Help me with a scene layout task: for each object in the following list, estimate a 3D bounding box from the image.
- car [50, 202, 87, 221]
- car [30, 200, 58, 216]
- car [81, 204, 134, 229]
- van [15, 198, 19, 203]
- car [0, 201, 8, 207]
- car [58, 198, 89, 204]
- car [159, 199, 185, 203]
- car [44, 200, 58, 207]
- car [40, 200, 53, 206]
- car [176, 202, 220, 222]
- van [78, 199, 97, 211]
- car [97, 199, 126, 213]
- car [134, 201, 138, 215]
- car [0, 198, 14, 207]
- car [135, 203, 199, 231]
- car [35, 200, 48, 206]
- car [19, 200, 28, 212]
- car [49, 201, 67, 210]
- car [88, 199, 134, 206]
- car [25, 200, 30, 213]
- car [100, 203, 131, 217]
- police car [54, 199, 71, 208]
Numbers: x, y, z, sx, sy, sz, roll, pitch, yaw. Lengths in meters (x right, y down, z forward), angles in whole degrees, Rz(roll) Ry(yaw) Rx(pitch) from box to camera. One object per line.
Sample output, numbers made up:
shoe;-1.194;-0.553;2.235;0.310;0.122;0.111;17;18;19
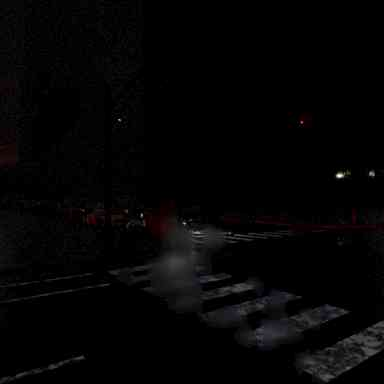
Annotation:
car;-12.036;2.005;32.485;2.008;1.369;4.403;-1;0;-35
car;-17.702;1.901;40.451;2.192;1.841;5.009;-1;0;-35
car;-6.279;1.844;24.381;1.752;1.417;4.829;-1;0;-35
van;-26.190;2.124;52.399;1.690;1.788;3.998;-1;0;-35
car;-44.407;2.772;78.045;1.802;1.307;4.206;-1;0;-35
car;-13.760;1.756;39.544;2.150;2.045;5.566;0;-1;-35
car;-2.366;1.670;33.601;2.192;1.841;5.009;-1;0;-35
car;-31.735;2.596;74.929;1.947;1.339;4.313;-1;0;-35
car;-34.749;2.662;79.170;1.947;1.339;4.313;-1;0;-35
car;0.581;1.830;29.450;1.887;1.381;4.507;-1;0;-35
van;-17.074;2.039;54.352;1.690;1.788;3.998;-1;0;-35
car;-11.191;1.876;46.051;2.192;1.841;5.009;-1;0;-35
car;-5.302;2.006;37.751;1.802;1.307;4.206;-1;0;-35
car;-41.294;2.668;73.662;1.887;1.381;4.507;-1;0;-35
car;-1.850;1.760;22.802;1.837;1.490;4.892;0;-1;-35
car;-37.762;2.711;83.411;2.008;1.369;4.403;-1;0;-35
car;-23.358;2.158;48.416;1.967;1.590;4.097;-1;0;-35
car;-23.994;2.322;59.455;1.837;1.490;4.892;0;-1;-35
car;-7.605;1.742;30.866;2.097;1.767;4.553;0;-1;-35
car;-20.526;2.197;44.434;1.887;1.381;4.507;-1;0;-35
car;-8.751;2.029;37.999;1.994;1.385;4.181;0;-1;-35
police car;-25.460;2.308;65.428;1.930;1.638;5.238;0;-1;-35
